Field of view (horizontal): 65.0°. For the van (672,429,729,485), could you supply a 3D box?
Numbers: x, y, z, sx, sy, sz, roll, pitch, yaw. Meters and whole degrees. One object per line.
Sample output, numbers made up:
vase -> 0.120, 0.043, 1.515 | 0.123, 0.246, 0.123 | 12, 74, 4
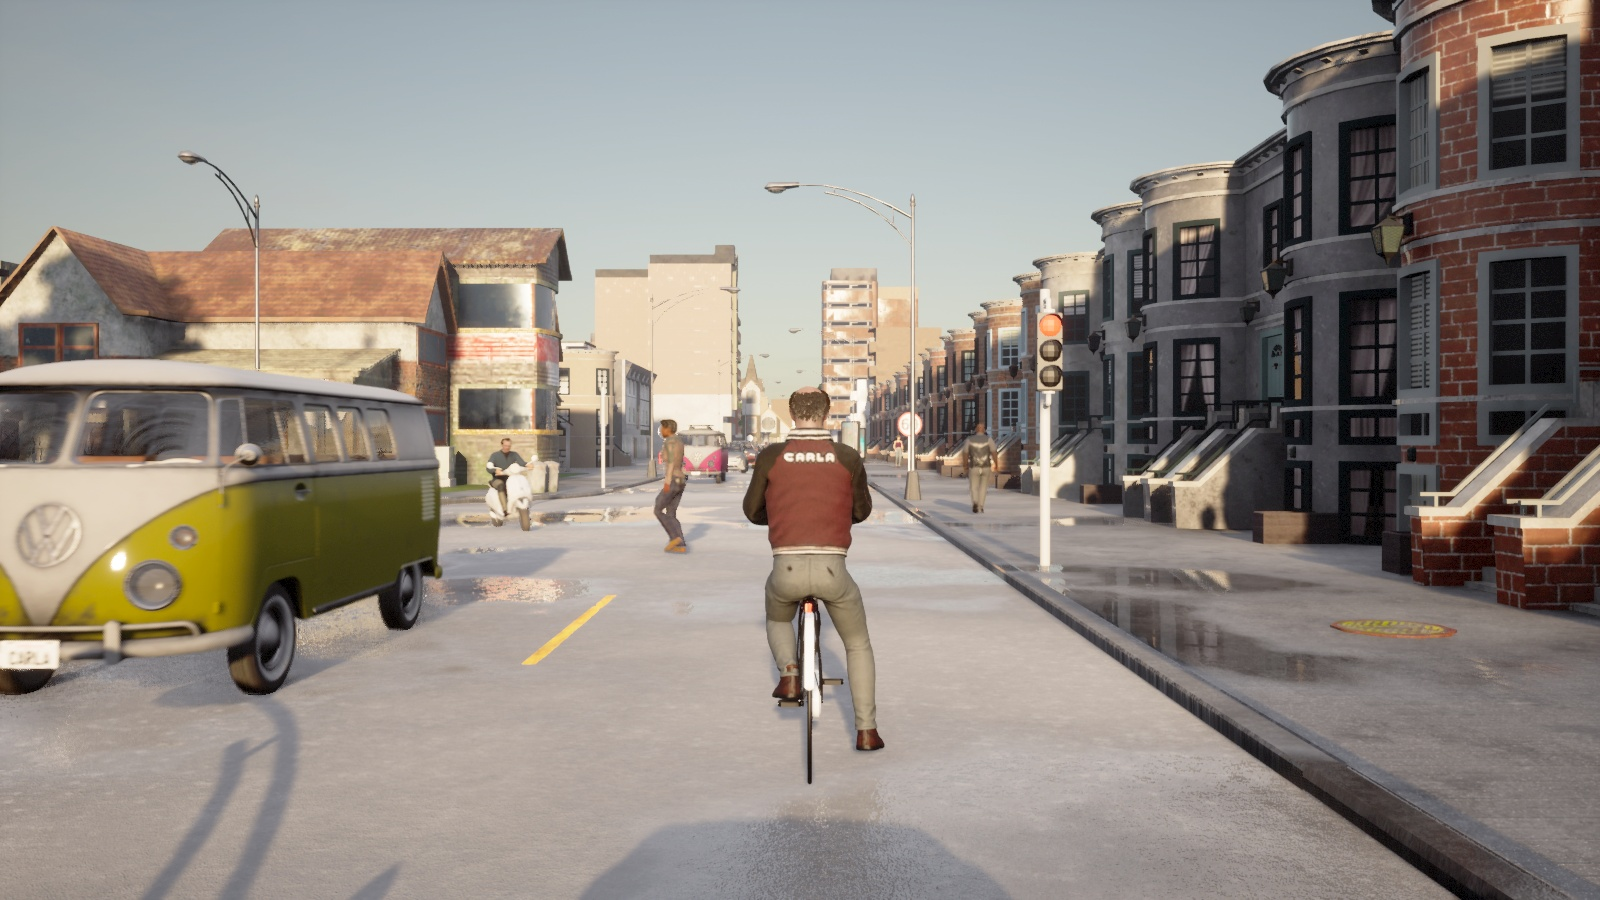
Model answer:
van -> -3.688, 0.230, 47.166 | 1.775, 1.987, 4.442 | 0, 0, 1

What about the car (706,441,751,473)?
car -> -3.579, 0.332, 63.494 | 2.007, 1.525, 4.514 | 0, 0, 0

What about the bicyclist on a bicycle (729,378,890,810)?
bicyclist on a bicycle -> 0.045, 0.583, 6.081 | 0.659, 1.776, 1.843 | 0, 1, 0

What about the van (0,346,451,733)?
van -> -3.929, 0.447, 8.677 | 1.775, 1.987, 4.442 | 0, 0, 0

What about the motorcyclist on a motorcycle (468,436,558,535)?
motorcyclist on a motorcycle -> -4.957, 0.574, 21.608 | 0.866, 1.590, 1.817 | -3, 2, -33

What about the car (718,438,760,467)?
car -> -3.512, 0.108, 73.392 | 2.152, 1.651, 5.027 | 0, 0, 0

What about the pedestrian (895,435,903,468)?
pedestrian -> 5.427, 0.070, 69.091 | 0.345, 1.836, 0.594 | 0, 0, -5

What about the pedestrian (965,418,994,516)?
pedestrian -> 3.498, 0.321, 24.477 | 0.563, 1.883, 0.849 | 0, 0, 8

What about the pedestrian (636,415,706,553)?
pedestrian -> -1.715, 0.445, 16.746 | 0.869, 1.805, 0.328 | 0, 0, 16
